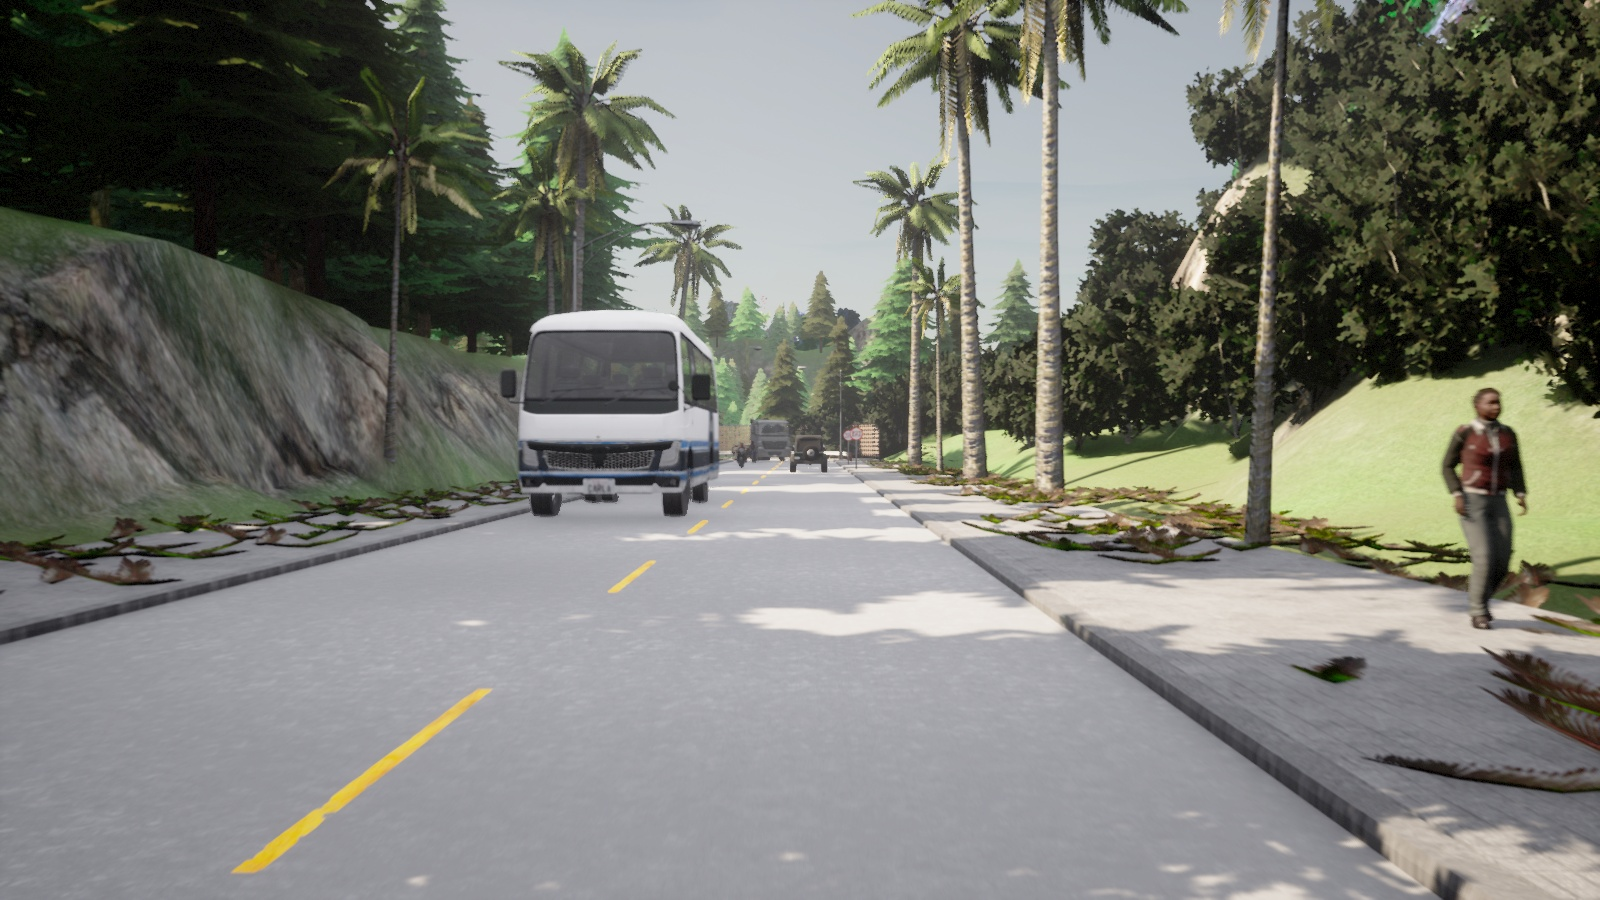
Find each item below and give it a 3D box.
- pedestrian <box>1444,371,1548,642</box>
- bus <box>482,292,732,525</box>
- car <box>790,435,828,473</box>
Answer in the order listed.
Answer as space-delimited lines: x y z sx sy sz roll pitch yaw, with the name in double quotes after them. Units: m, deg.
5.134 0.403 9.288 0.402 1.930 0.666 0 0 1 "pedestrian"
-3.813 -0.791 28.086 3.944 4.253 10.273 0 0 0 "bus"
0.454 0.178 64.628 1.905 1.878 3.866 0 0 0 "car"
